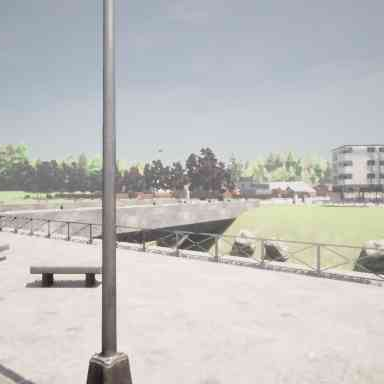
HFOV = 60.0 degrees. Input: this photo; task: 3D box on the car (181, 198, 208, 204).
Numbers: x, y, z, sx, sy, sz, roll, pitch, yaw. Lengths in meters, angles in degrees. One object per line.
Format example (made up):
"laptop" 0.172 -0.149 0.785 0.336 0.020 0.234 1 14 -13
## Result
"car" 0.434 1.601 49.345 1.895 1.301 4.718 0 0 36
